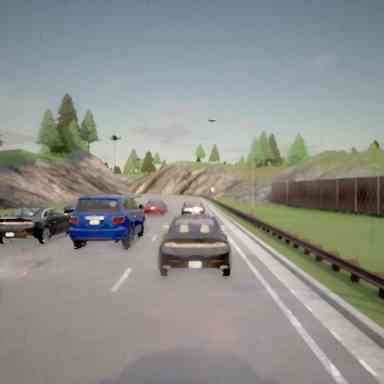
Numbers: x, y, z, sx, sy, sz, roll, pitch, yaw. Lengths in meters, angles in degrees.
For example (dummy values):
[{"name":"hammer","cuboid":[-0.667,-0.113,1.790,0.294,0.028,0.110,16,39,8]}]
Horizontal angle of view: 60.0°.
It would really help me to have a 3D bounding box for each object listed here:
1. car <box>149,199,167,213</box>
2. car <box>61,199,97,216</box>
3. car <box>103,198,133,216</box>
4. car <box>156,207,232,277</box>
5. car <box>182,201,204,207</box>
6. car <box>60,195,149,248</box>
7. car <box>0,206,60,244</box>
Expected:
[{"name":"car","cuboid":[-3.407,1.367,31.006,1.994,1.385,4.181,0,0,0]},{"name":"car","cuboid":[-10.407,1.367,31.007,1.994,1.385,4.181,0,0,0]},{"name":"car","cuboid":[-6.916,1.326,31.395,1.812,1.442,4.674,0,0,0]},{"name":"car","cuboid":[0.081,1.428,10.006,2.128,1.511,4.902,0,0,0]},{"name":"car","cuboid":[0.092,1.418,28.798,1.895,1.301,4.718,0,0,0]},{"name":"car","cuboid":[-3.407,1.130,14.312,2.150,2.045,5.566,0,0,0]},{"name":"car","cuboid":[-6.909,1.395,15.099,2.128,1.511,4.902,0,0,0]}]
